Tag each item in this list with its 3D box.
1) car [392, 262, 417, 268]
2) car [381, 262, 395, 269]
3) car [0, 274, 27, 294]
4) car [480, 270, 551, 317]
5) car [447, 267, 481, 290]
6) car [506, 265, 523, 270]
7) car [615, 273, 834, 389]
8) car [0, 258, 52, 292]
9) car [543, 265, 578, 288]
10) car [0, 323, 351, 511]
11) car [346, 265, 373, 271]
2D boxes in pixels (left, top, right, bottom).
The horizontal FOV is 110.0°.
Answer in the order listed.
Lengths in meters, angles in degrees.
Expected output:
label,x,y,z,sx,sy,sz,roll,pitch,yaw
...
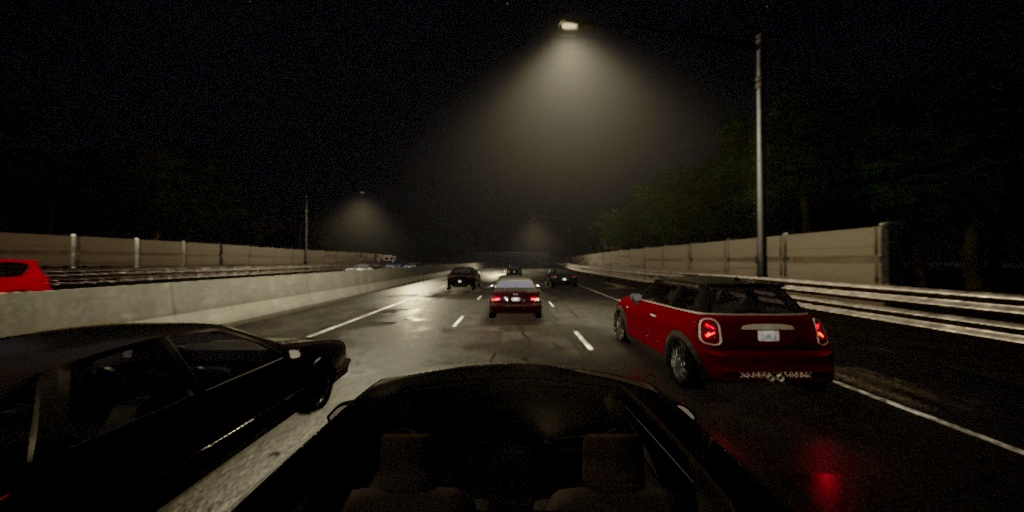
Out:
label,x,y,z,sx,sy,sz,roll,pitch,yaw
car,-13.853,1.866,48.199,2.033,1.411,5.357,0,-1,1
car,-17.305,1.907,51.541,2.033,1.411,5.357,0,-1,1
car,-14.093,1.293,7.149,1.882,1.535,5.008,0,-1,0
car,0.119,1.444,13.830,2.033,1.411,5.357,0,-1,0
car,-3.334,1.516,25.452,1.882,1.535,5.008,0,-1,0
car,0.279,1.781,41.319,2.033,1.411,5.357,0,-1,0
car,3.607,1.168,7.161,2.097,1.767,4.553,0,-1,0
car,-17.589,1.077,10.486,2.150,2.045,5.566,0,-1,0
car,3.674,1.622,27.027,1.994,1.385,4.181,0,-1,0
car,-3.398,1.313,3.051,2.033,1.411,5.357,0,-1,0
car,-20.836,1.931,49.155,1.895,1.301,4.718,0,-1,1
